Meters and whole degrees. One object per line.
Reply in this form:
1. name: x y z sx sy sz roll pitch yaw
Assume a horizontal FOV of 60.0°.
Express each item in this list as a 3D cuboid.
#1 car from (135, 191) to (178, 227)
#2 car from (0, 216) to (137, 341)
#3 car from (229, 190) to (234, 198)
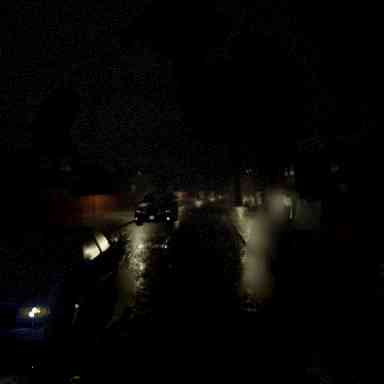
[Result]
1. car: -2.137 1.005 21.475 2.150 2.045 5.566 0 2 3
2. car: -2.747 1.481 6.979 2.033 1.411 5.357 0 1 1
3. car: 10.957 0.503 88.115 2.150 2.045 5.566 0 0 11
